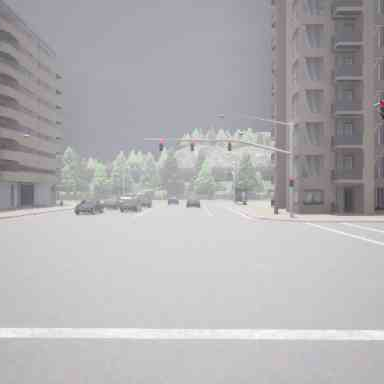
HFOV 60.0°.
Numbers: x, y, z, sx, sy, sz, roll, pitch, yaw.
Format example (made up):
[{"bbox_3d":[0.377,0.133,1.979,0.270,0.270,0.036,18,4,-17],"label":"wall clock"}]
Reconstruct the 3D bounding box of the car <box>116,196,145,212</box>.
[{"bbox_3d":[-6.990,1.506,38.331,1.837,1.490,4.892,0,0,0],"label":"car"}]

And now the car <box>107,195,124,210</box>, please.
[{"bbox_3d":[-10.487,1.526,43.709,1.812,1.442,4.674,0,0,0],"label":"car"}]

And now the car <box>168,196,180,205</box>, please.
[{"bbox_3d":[-3.369,1.526,60.049,1.812,1.442,4.674,0,0,0],"label":"car"}]

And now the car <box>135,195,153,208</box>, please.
[{"bbox_3d":[-6.952,1.564,48.631,1.994,1.385,4.181,0,0,1],"label":"car"}]

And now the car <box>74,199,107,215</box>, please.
[{"bbox_3d":[-10.513,1.506,34.157,1.837,1.490,4.892,0,0,0],"label":"car"}]

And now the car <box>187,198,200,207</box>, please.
[{"bbox_3d":[0.212,1.564,51.443,1.994,1.385,4.181,0,0,0],"label":"car"}]

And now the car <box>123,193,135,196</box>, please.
[{"bbox_3d":[-10.435,1.221,54.451,2.150,2.045,5.566,0,0,1],"label":"car"}]
